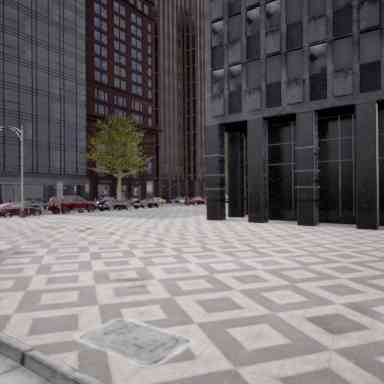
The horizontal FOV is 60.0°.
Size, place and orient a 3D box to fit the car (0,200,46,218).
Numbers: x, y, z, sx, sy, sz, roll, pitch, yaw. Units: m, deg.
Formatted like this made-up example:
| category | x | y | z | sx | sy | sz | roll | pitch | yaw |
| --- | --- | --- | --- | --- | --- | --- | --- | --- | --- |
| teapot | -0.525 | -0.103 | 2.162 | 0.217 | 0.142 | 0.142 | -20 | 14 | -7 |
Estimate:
| category | x | y | z | sx | sy | sz | roll | pitch | yaw |
| --- | --- | --- | --- | --- | --- | --- | --- | --- | --- |
| car | -15.366 | 1.578 | 29.300 | 1.802 | 1.307 | 4.206 | -1 | 0 | 35 |

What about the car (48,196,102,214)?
| category | x | y | z | sx | sy | sz | roll | pitch | yaw |
| --- | --- | --- | --- | --- | --- | --- | --- | --- | --- |
| car | -12.171 | 1.292 | 33.946 | 2.192 | 1.841 | 5.009 | -1 | 0 | 35 |

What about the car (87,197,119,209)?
| category | x | y | z | sx | sy | sz | roll | pitch | yaw |
| --- | --- | --- | --- | --- | --- | --- | --- | --- | --- |
| car | -12.796 | 1.486 | 48.071 | 1.967 | 1.590 | 4.097 | -1 | 0 | 35 |

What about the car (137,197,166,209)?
| category | x | y | z | sx | sy | sz | roll | pitch | yaw |
| --- | --- | --- | --- | --- | --- | --- | --- | --- | --- |
| car | -5.776 | 1.510 | 43.234 | 1.947 | 1.339 | 4.313 | -1 | 0 | 35 |

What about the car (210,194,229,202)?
| category | x | y | z | sx | sy | sz | roll | pitch | yaw |
| --- | --- | --- | --- | --- | --- | --- | --- | --- | --- |
| car | 6.388 | 1.299 | 75.945 | 2.192 | 1.841 | 5.009 | -1 | 0 | 35 |

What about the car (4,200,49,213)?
| category | x | y | z | sx | sy | sz | roll | pitch | yaw |
| --- | --- | --- | --- | --- | --- | --- | --- | --- | --- |
| car | -19.189 | 1.644 | 38.781 | 1.947 | 1.339 | 4.313 | -1 | 0 | 35 |

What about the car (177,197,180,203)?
| category | x | y | z | sx | sy | sz | roll | pitch | yaw |
| --- | --- | --- | --- | --- | --- | --- | --- | --- | --- |
| car | 0.008 | 1.546 | 56.165 | 1.895 | 1.301 | 4.718 | -1 | 0 | 34 |

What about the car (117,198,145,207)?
| category | x | y | z | sx | sy | sz | roll | pitch | yaw |
| --- | --- | --- | --- | --- | --- | --- | --- | --- | --- |
| car | -9.597 | 1.615 | 52.717 | 1.802 | 1.307 | 4.206 | -1 | 0 | 35 |

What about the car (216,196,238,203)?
| category | x | y | z | sx | sy | sz | roll | pitch | yaw |
| --- | --- | --- | --- | --- | --- | --- | --- | --- | --- |
| car | 7.130 | 1.472 | 66.519 | 2.033 | 1.411 | 5.357 | -1 | 0 | 35 |

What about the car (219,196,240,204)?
| category | x | y | z | sx | sy | sz | roll | pitch | yaw |
| --- | --- | --- | --- | --- | --- | --- | --- | --- | --- |
| car | 7.012 | 1.466 | 61.813 | 1.947 | 1.339 | 4.313 | -1 | 0 | 35 |

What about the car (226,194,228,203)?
| category | x | y | z | sx | sy | sz | roll | pitch | yaw |
| --- | --- | --- | --- | --- | --- | --- | --- | --- | --- |
| car | 3.813 | 1.224 | 57.170 | 2.192 | 1.841 | 5.009 | -1 | 0 | 35 |

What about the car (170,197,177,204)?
| category | x | y | z | sx | sy | sz | roll | pitch | yaw |
| --- | --- | --- | --- | --- | --- | --- | --- | --- | --- |
| car | -3.202 | 1.576 | 62.008 | 1.947 | 1.339 | 4.313 | -1 | 0 | 35 |

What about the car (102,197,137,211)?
| category | x | y | z | sx | sy | sz | roll | pitch | yaw |
| --- | --- | --- | --- | --- | --- | --- | --- | --- | --- |
| car | -8.972 | 1.526 | 38.590 | 1.947 | 1.339 | 4.313 | -1 | 0 | 35 |

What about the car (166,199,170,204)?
| category | x | y | z | sx | sy | sz | roll | pitch | yaw |
| --- | --- | --- | --- | --- | --- | --- | --- | --- | --- |
| car | -6.497 | 1.547 | 57.222 | 1.752 | 1.417 | 4.829 | -1 | 0 | 35 |

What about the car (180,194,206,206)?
| category | x | y | z | sx | sy | sz | roll | pitch | yaw |
| --- | --- | --- | --- | --- | --- | --- | --- | --- | --- |
| car | 0.618 | 1.464 | 52.524 | 1.887 | 1.381 | 4.507 | -1 | 0 | 35 |

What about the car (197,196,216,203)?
| category | x | y | z | sx | sy | sz | roll | pitch | yaw |
| --- | --- | --- | --- | --- | --- | --- | --- | --- | --- |
| car | 3.193 | 1.537 | 71.299 | 1.887 | 1.381 | 4.507 | -1 | 0 | 35 |

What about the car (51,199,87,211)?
| category | x | y | z | sx | sy | sz | roll | pitch | yaw |
| --- | --- | --- | --- | --- | --- | --- | --- | --- | --- |
| car | -15.992 | 1.644 | 43.426 | 1.802 | 1.307 | 4.206 | -1 | 0 | 35 |
